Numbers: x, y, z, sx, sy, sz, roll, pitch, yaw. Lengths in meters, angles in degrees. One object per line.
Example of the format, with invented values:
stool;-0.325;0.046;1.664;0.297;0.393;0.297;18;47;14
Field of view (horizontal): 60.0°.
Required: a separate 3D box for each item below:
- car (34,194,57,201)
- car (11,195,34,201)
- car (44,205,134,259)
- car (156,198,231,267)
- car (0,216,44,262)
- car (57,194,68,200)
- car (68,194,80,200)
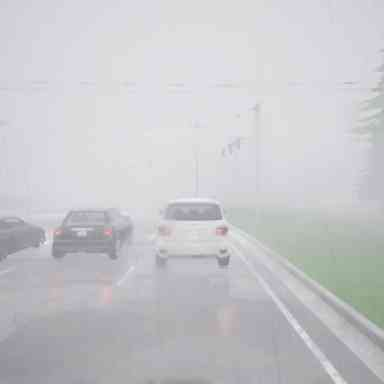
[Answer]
car;-36.040;1.395;81.958;4.892;1.490;1.837;0;0;35
car;-40.570;1.437;80.714;5.357;1.411;2.033;0;0;28
car;-3.543;1.335;12.694;2.097;1.767;4.553;0;0;-1
car;0.003;1.206;11.492;2.150;2.045;5.566;0;0;-1
car;-7.019;1.549;12.064;1.994;1.385;4.181;0;0;-1
car;-34.718;1.443;85.278;4.181;1.385;1.994;0;0;32
car;-32.907;1.387;88.267;4.892;1.490;1.837;0;0;32
